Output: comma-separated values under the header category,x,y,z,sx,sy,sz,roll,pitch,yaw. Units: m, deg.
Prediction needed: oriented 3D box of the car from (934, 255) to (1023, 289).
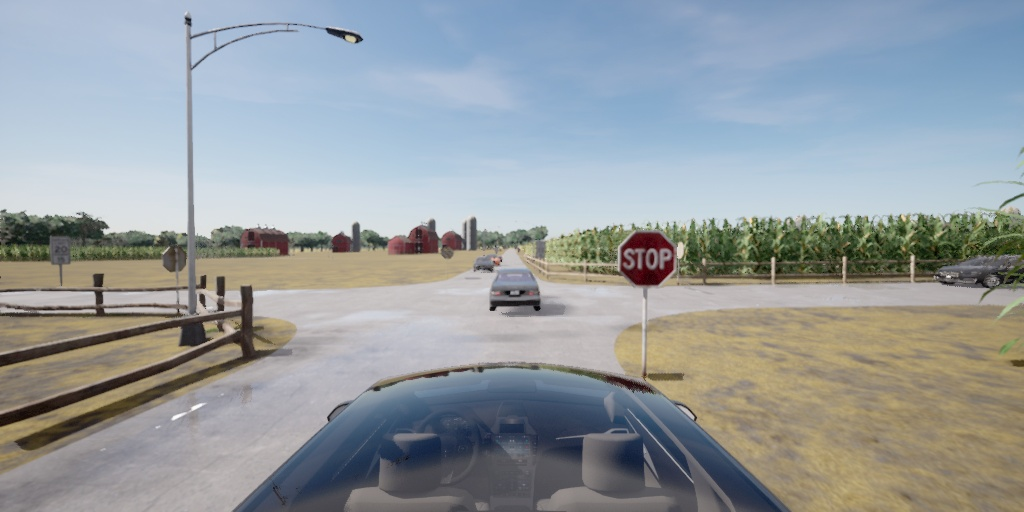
category,x,y,z,sx,sy,sz,roll,pitch,yaw
car,23.450,0.720,17.249,4.892,1.490,1.837,-1,2,0

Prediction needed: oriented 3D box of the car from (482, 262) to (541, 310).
category,x,y,z,sx,sy,sz,roll,pitch,yaw
car,0.101,1.171,14.108,2.033,1.411,5.357,-1,2,0

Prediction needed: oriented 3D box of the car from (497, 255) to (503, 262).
category,x,y,z,sx,sy,sz,roll,pitch,yaw
car,-2.744,0.492,48.821,2.097,1.767,4.553,0,0,0

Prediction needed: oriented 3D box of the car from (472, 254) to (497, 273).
category,x,y,z,sx,sy,sz,roll,pitch,yaw
car,-2.779,0.823,35.569,1.837,1.490,4.892,0,1,0
